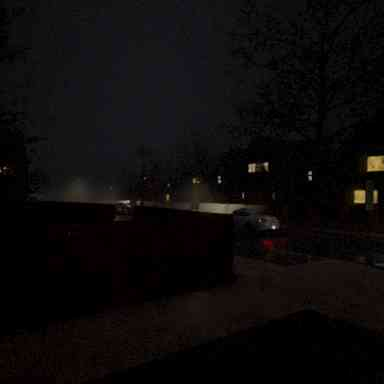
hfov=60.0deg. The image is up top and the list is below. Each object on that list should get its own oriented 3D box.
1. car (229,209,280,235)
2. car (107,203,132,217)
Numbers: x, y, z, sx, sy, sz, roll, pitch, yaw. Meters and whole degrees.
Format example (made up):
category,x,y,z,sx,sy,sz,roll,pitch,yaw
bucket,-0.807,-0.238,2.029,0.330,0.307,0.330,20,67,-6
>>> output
category,x,y,z,sx,sy,sz,roll,pitch,yaw
car,3.254,1.769,20.592,1.812,1.442,4.674,2,-2,-36
car,-8.269,1.993,37.054,1.812,1.442,4.674,2,-2,-35
